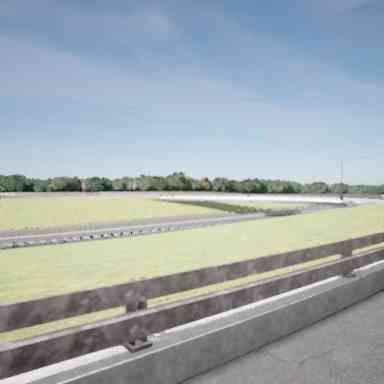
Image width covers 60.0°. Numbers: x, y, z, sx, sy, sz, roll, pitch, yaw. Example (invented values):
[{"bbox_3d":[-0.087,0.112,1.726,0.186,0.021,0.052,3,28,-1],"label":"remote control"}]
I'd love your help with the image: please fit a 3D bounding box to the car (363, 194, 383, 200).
[{"bbox_3d":[42.306,1.258,78.499,1.837,1.490,4.892,-1,0,1],"label":"car"}]
